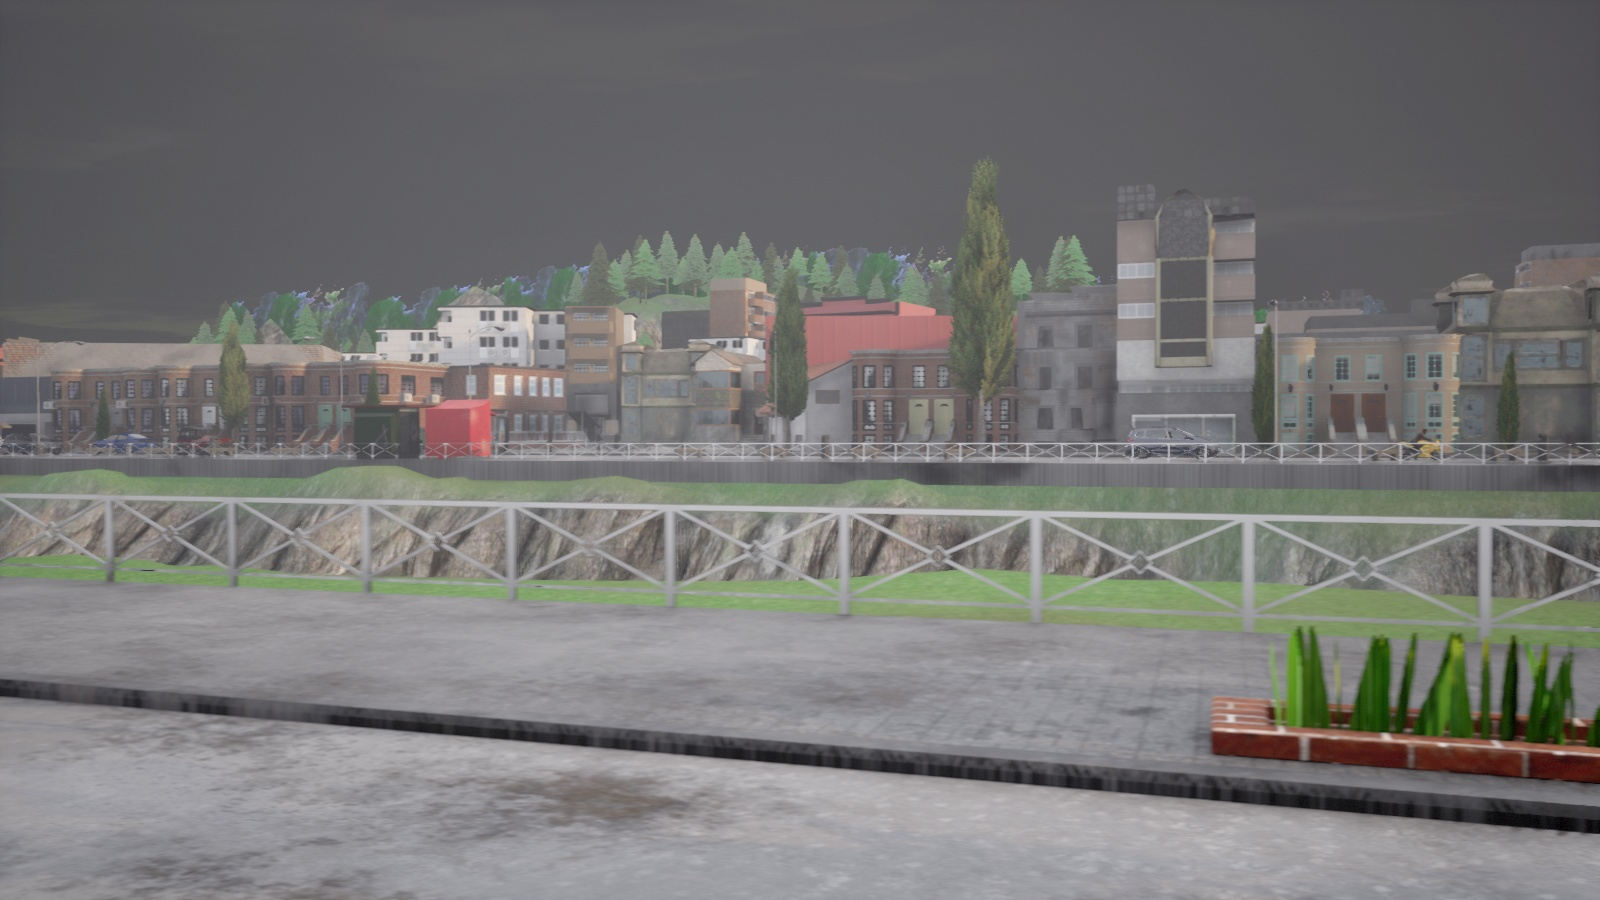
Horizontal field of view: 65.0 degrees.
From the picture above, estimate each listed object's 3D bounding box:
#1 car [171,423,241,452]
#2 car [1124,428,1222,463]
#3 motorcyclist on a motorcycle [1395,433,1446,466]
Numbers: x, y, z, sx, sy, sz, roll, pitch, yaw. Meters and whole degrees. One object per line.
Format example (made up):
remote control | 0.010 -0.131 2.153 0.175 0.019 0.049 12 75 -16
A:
car | -38.727 -0.834 81.840 3.866 1.878 1.905 1 1 19
car | 18.596 -0.261 62.574 4.611 1.667 2.242 1 1 19
motorcyclist on a motorcycle | 29.140 -0.027 59.032 2.044 1.523 0.797 1 1 19
